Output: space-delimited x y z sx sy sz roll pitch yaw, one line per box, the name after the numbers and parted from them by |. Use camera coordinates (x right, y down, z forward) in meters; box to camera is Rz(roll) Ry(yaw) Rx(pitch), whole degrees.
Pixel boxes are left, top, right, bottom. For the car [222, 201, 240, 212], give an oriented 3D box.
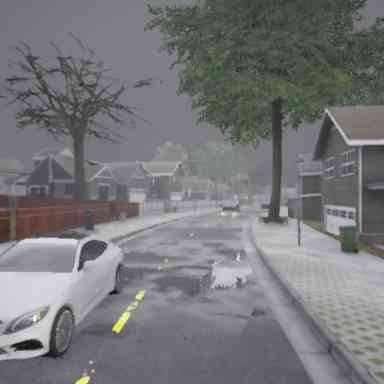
5.622 2.047 47.523 1.882 1.535 5.008 0 -1 18 | car

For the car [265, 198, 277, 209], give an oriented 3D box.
16.434 2.401 68.998 2.150 2.045 5.566 0 -2 17 | car

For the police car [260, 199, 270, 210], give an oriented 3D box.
13.433 2.330 59.484 1.930 1.638 5.238 0 -2 18 | police car

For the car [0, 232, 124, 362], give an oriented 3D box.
-2.571 1.548 6.179 1.812 1.442 4.674 0 0 3 | car
